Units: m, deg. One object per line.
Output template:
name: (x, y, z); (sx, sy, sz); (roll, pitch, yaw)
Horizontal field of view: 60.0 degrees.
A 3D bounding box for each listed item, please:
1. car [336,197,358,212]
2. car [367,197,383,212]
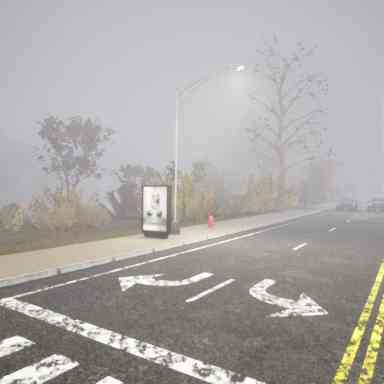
car: (18.596, 1.388, 39.829); (2.097, 1.767, 4.553); (0, 0, 30)
car: (21.404, 1.391, 38.192); (2.097, 1.767, 4.553); (0, 0, 30)
